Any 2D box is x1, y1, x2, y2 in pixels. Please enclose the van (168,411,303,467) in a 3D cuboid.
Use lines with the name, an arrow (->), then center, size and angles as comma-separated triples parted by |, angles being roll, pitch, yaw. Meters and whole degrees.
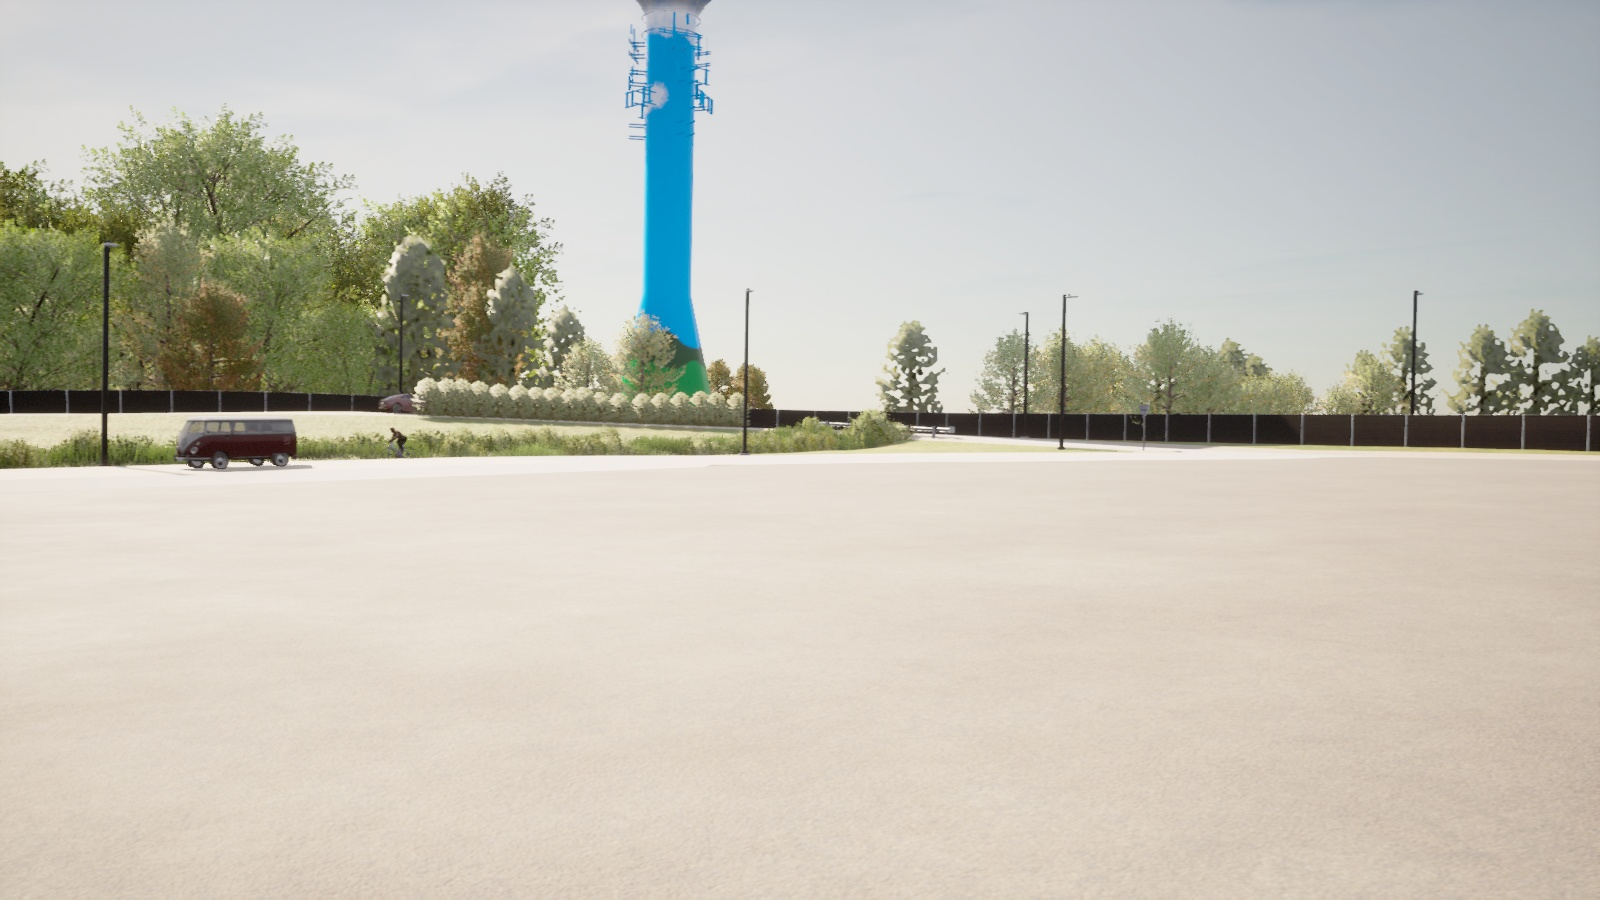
van -> -21.341, -0.466, 47.659 | 1.775, 1.987, 4.442 | 2, 2, 32

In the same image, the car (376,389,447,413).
car -> -26.435, -3.316, 85.501 | 4.181, 1.385, 1.994 | 2, 0, -42
